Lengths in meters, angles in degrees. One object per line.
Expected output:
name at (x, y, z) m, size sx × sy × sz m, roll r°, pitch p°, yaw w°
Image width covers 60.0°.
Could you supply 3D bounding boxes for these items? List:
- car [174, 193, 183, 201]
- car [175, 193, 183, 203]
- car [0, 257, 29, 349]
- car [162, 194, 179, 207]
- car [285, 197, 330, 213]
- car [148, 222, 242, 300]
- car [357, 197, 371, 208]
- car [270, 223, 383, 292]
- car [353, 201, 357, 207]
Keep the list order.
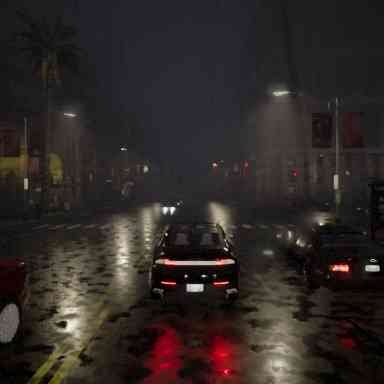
car at (-3.403, 1.225, 84.924) m, size 2.150 × 2.045 × 5.566 m, roll 0°, pitch 0°, yaw 0°
car at (-3.465, 1.540, 71.858) m, size 2.033 × 1.411 × 5.357 m, roll 0°, pitch 0°, yaw 0°
car at (-3.598, 1.477, 3.403) m, size 1.882 × 1.535 × 5.008 m, roll 0°, pitch 0°, yaw 0°
car at (-3.519, 1.491, 51.463) m, size 2.128 × 1.511 × 4.902 m, roll 0°, pitch 0°, yaw -1°
car at (12.726, 1.352, 36.615) m, size 4.553 × 1.767 × 2.097 m, roll 0°, pitch 0°, yaw 4°
car at (0.063, 1.492, 8.347) m, size 2.128 × 1.511 × 4.902 m, roll 0°, pitch 0°, yaw 0°
car at (25.441, 1.505, 44.699) m, size 4.892 × 1.490 × 1.837 m, roll 0°, pitch 0°, yaw 0°
car at (3.567, 1.547, 9.047) m, size 2.033 × 1.411 × 5.357 m, roll 0°, pitch 0°, yaw 0°
car at (26.061, 1.477, 48.209) m, size 5.008 × 1.535 × 1.882 m, roll 0°, pitch 0°, yaw 0°
